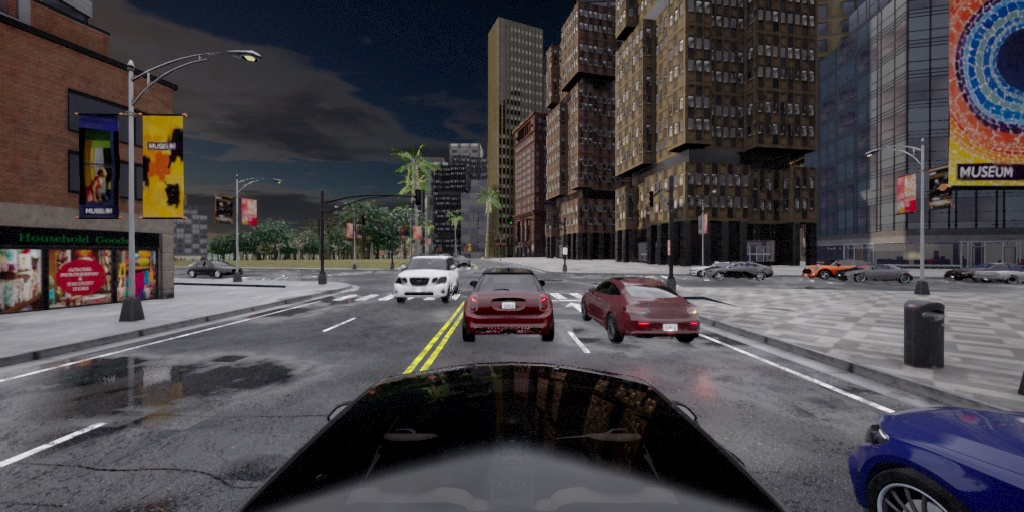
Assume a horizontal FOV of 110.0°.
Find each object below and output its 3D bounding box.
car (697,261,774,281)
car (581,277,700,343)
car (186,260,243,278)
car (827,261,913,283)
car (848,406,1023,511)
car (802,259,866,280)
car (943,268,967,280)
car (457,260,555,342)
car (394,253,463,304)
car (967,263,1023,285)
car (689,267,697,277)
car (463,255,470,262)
[{"bbox_3d":[17.879,1.183,28.550,4.902,1.511,2.128,0,0,13],"label":"car"},{"bbox_3d":[3.139,1.275,9.536,1.812,1.442,4.674,0,0,-1],"label":"car"},{"bbox_3d":[-26.579,1.157,32.081,4.892,1.490,1.837,0,0,13],"label":"car"},{"bbox_3d":[26.560,1.260,26.500,4.181,1.385,1.994,0,0,13],"label":"car"},{"bbox_3d":[3.319,1.276,0.577,1.812,1.442,4.674,0,0,0],"label":"car"},{"bbox_3d":[26.978,1.035,29.736,4.553,1.767,2.097,0,0,13],"label":"car"},{"bbox_3d":[36.987,1.239,27.370,5.357,1.411,2.033,0,0,13],"label":"car"},{"bbox_3d":[-0.120,1.101,9.975,2.097,1.767,4.553,0,0,-1],"label":"car"},{"bbox_3d":[-3.741,0.971,16.672,2.150,2.045,5.566,0,0,-3],"label":"car"},{"bbox_3d":[35.160,1.303,24.464,4.718,1.301,1.895,0,0,13],"label":"car"},{"bbox_3d":[18.250,1.204,31.803,4.674,1.442,1.812,0,0,13],"label":"car"},{"bbox_3d":[-7.290,0.924,54.960,1.837,1.490,4.892,0,1,-8],"label":"car"}]
